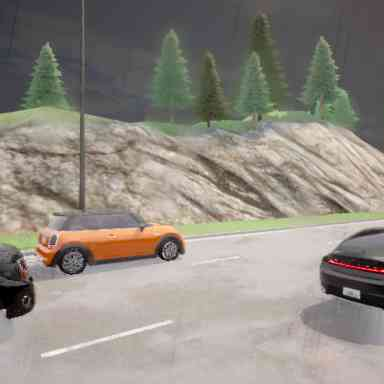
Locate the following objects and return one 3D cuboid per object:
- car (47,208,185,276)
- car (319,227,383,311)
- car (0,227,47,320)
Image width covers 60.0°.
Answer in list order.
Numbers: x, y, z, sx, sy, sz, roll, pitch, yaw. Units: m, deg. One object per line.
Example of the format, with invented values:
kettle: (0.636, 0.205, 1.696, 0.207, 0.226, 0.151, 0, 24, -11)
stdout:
car: (-2.440, 1.353, 10.612, 4.553, 1.767, 2.097, 0, 0, -36)
car: (4.705, 1.503, 7.113, 4.892, 1.490, 1.837, 1, 0, -36)
car: (-5.151, 1.221, 4.361, 5.566, 2.045, 2.150, 0, 0, -36)
